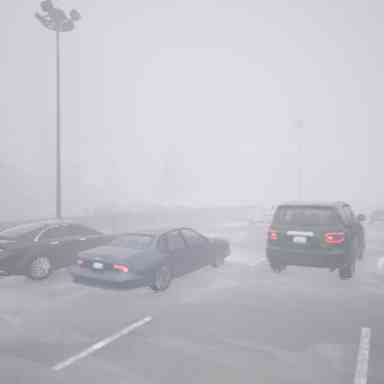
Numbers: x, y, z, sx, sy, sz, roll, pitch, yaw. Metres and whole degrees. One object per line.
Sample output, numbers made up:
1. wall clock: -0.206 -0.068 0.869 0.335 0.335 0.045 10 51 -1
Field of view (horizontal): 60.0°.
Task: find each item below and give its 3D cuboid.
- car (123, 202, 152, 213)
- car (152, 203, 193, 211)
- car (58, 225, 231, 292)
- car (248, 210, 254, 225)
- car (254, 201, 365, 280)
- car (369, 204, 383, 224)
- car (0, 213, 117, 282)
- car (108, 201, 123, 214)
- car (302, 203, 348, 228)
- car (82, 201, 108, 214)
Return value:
1. car: -4.418 1.914 35.147 2.128 1.511 4.902 -1 -1 39
2. car: -1.540 1.938 33.132 1.994 1.385 4.181 -1 -1 39
3. car: -0.758 1.657 9.384 2.033 1.411 5.357 -1 -1 31
4. car: 5.897 1.745 25.313 1.812 1.442 4.674 -1 -1 38
5. car: 4.107 1.299 10.614 2.150 2.045 5.566 -1 -1 32
6. car: 14.850 1.661 25.284 1.812 1.442 4.674 -1 -1 40
7. car: -4.097 1.658 10.510 1.837 1.490 4.892 -1 -1 30
8. car: -6.708 1.979 37.885 1.837 1.490 4.892 -1 -1 39
9. car: 10.051 1.655 24.947 1.882 1.535 5.008 -1 -1 38
10. car: -10.488 1.870 38.706 2.097 1.767 4.553 -1 -1 38
